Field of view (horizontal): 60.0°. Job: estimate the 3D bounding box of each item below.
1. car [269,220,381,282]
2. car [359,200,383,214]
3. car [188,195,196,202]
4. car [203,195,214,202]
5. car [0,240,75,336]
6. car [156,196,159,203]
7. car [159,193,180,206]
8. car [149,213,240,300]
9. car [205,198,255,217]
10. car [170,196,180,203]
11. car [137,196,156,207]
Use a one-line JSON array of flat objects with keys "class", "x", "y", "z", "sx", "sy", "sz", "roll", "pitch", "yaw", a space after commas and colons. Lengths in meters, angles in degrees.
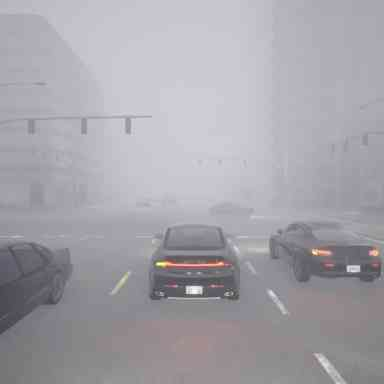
[{"class": "car", "x": 3.565, "y": 1.526, "z": 9.622, "sx": 1.812, "sy": 1.442, "sz": 4.674, "roll": 0, "pitch": 0, "yaw": 0}, {"class": "car", "x": 20.850, "y": 1.547, "z": 35.482, "sx": 5.357, "sy": 1.411, "sz": 2.033, "roll": 0, "pitch": 0, "yaw": 1}, {"class": "car", "x": 0.009, "y": 1.364, "z": 73.874, "sx": 2.128, "sy": 1.511, "sz": 4.902, "roll": 0, "pitch": 0, "yaw": 0}, {"class": "car", "x": 3.551, "y": 1.502, "z": 71.109, "sx": 1.837, "sy": 1.490, "sz": 4.892, "roll": 0, "pitch": 0, "yaw": 0}, {"class": "car", "x": -3.599, "y": 1.547, "z": 5.367, "sx": 2.033, "sy": 1.411, "sz": 5.357, "roll": 0, "pitch": 0, "yaw": 0}, {"class": "car", "x": -7.022, "y": 1.477, "z": 65.905, "sx": 1.882, "sy": 1.535, "sz": 5.008, "roll": 0, "pitch": 0, "yaw": 0}, {"class": "car", "x": -3.597, "y": 1.217, "z": 53.360, "sx": 2.150, "sy": 2.045, "sz": 5.566, "roll": 0, "pitch": 1, "yaw": 1}, {"class": "car", "x": 0.059, "y": 1.505, "z": 8.366, "sx": 1.837, "sy": 1.490, "sz": 4.892, "roll": 0, "pitch": 0, "yaw": 0}, {"class": "car", "x": 3.768, "y": 1.564, "z": 31.496, "sx": 4.181, "sy": 1.385, "sz": 1.994, "roll": 0, "pitch": 0, "yaw": 33}, {"class": "car", "x": -3.492, "y": 1.601, "z": 68.566, "sx": 1.895, "sy": 1.301, "sz": 4.718, "roll": 0, "pitch": 0, "yaw": 0}, {"class": "car", "x": -7.092, "y": 1.547, "z": 50.125, "sx": 2.033, "sy": 1.411, "sz": 5.357, "roll": 0, "pitch": 0, "yaw": 0}]
